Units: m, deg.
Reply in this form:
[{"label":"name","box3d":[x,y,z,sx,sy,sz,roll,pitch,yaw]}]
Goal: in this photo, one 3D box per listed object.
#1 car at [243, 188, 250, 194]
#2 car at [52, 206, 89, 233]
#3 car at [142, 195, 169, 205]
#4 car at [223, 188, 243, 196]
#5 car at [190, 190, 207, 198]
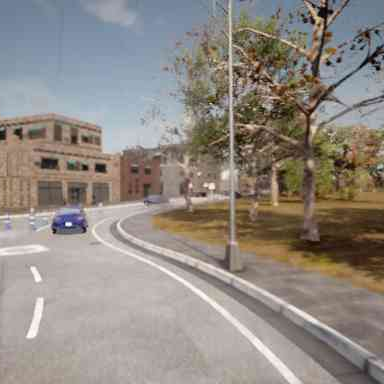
[{"label":"car","box3d":[13.004,-0.324,82.452,1.812,1.442,4.674,-1,1,24]},{"label":"car","box3d":[-7.276,1.570,20.147,1.812,1.442,4.674,-1,0,-16]},{"label":"car","box3d":[-5.275,1.088,48.920,2.033,1.411,5.357,-1,2,24]},{"label":"car","box3d":[8.823,0.156,72.913,2.128,1.511,4.902,-1,2,24]},{"label":"car","box3d":[1.318,0.391,63.916,1.882,1.535,5.008,-1,-3,24]}]
